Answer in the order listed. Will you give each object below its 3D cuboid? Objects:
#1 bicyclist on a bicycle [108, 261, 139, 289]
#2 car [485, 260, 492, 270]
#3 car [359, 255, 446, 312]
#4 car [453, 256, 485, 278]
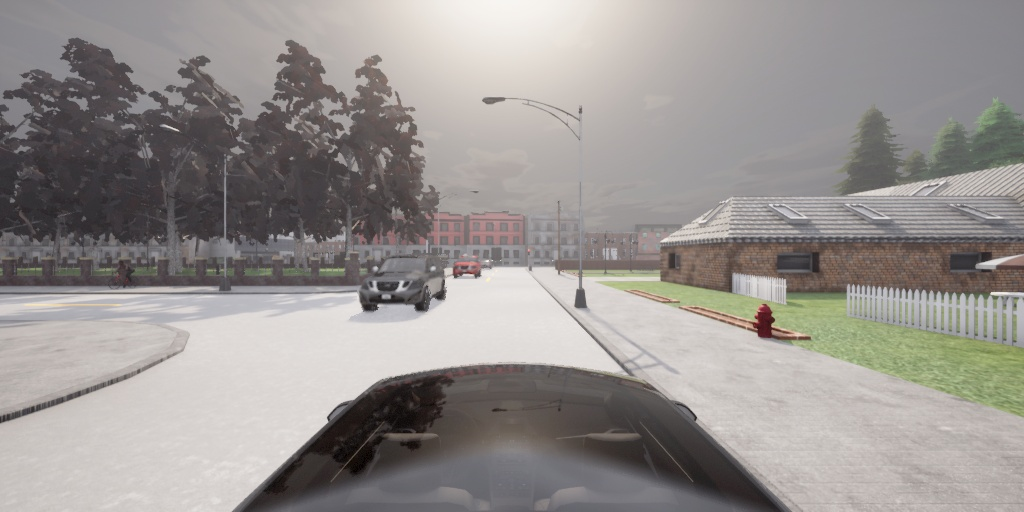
[{"bbox_3d":[-22.639,1.099,20.917,0.582,1.620,1.656,0,0,0],"label":"bicyclist on a bicycle"},{"bbox_3d":[-4.002,1.315,53.762,1.994,1.385,4.181,0,0,0],"label":"car"},{"bbox_3d":[-4.101,0.972,14.471,2.150,2.045,5.566,0,0,0],"label":"car"},{"bbox_3d":[-4.098,0.971,33.635,2.150,2.045,5.566,0,0,0],"label":"car"}]
